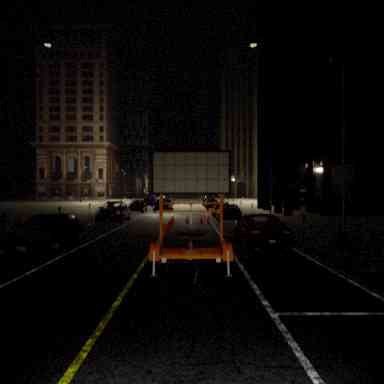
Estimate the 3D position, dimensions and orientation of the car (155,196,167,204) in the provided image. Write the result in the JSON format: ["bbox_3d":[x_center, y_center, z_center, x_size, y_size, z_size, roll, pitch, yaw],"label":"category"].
[{"bbox_3d":[-5.928,1.499,64.269,2.008,1.369,4.403,0,0,0],"label":"car"}]

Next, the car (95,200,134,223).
[{"bbox_3d":[-5.828,1.430,24.782,1.967,1.590,4.097,0,0,0],"label":"car"}]

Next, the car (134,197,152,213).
[{"bbox_3d":[-5.856,1.547,36.064,1.947,1.339,4.313,0,0,0],"label":"car"}]

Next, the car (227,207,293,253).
[{"bbox_3d":[2.726,1.540,13.525,1.887,1.381,4.507,0,0,0],"label":"car"}]

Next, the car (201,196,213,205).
[{"bbox_3d":[2.612,1.506,58.651,2.008,1.369,4.403,0,0,0],"label":"car"}]

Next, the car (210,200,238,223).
[{"bbox_3d":[2.698,1.540,24.806,2.008,1.369,4.403,0,0,0],"label":"car"}]

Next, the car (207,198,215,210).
[{"bbox_3d":[2.683,1.551,30.446,1.947,1.339,4.313,0,0,0],"label":"car"}]

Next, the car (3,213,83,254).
[{"bbox_3d":[-5.799,1.561,13.500,1.947,1.339,4.313,0,0,0],"label":"car"}]

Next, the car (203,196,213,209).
[{"bbox_3d":[2.654,1.501,41.898,1.752,1.417,4.829,0,0,0],"label":"car"}]

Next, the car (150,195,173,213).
[{"bbox_3d":[-3.189,1.458,36.828,1.882,1.535,5.008,0,0,0],"label":"car"}]

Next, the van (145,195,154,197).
[{"bbox_3d":[-5.885,1.311,47.346,1.690,1.788,3.998,0,0,0],"label":"van"}]

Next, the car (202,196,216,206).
[{"bbox_3d":[2.626,1.403,53.010,1.967,1.590,4.097,0,0,0],"label":"car"}]

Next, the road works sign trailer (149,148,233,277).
[{"bbox_3d":[-0.026,0.461,10.252,2.380,3.560,2.880,0,0,0],"label":"road works sign trailer"}]
